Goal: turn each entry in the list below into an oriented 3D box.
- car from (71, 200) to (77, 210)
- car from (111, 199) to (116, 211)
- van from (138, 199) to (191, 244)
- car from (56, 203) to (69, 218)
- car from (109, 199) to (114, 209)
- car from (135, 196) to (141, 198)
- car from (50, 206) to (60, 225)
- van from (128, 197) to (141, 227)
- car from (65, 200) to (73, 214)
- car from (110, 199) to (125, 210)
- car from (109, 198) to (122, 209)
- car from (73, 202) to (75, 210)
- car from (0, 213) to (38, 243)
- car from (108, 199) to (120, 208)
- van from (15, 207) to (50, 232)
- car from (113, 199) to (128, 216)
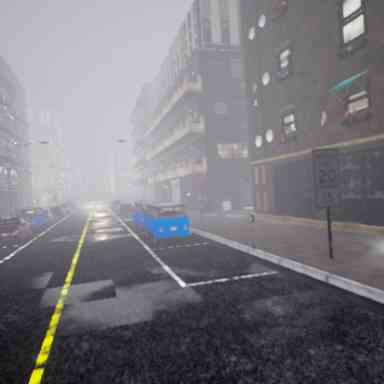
[{"bbox_3d":[-22.737,2.455,62.189,2.192,1.841,5.009,-4,0,-16],"label":"car"},{"bbox_3d":[-8.999,1.936,42.851,1.802,1.307,4.206,-4,0,-16],"label":"car"},{"bbox_3d":[-1.314,1.351,15.961,1.690,1.788,3.998,-4,0,-16],"label":"van"},{"bbox_3d":[-16.558,2.434,40.680,1.947,1.339,4.313,-4,0,-16],"label":"car"},{"bbox_3d":[-10.549,1.863,48.228,1.967,1.590,4.097,-4,0,-16],"label":"car"},{"bbox_3d":[-12.515,1.678,85.099,4.892,1.490,1.837,-5,1,-17],"label":"car"},{"bbox_3d":[-13.479,2.282,29.925,2.008,1.369,4.403,-4,0,-16],"label":"car"},{"bbox_3d":[-2.855,1.420,21.339,1.690,1.788,3.998,-4,0,-16],"label":"van"},{"bbox_3d":[-18.107,2.377,46.056,1.967,1.590,4.097,-4,0,-16],"label":"car"},{"bbox_3d":[-12.089,1.931,53.606,1.967,1.590,4.097,-4,0,-16],"label":"car"},{"bbox_3d":[-13.630,1.998,58.983,1.967,1.590,4.097,-4,0,-16],"label":"car"},{"bbox_3d":[-19.638,2.586,51.435,1.802,1.307,4.206,-4,0,-16],"label":"car"},{"bbox_3d":[-10.396,2.174,19.170,1.802,1.307,4.206,-4,0,-16],"label":"car"},{"bbox_3d":[-15.163,2.170,64.362,1.887,1.381,4.507,-4,0,-16],"label":"car"},{"bbox_3d":[-11.953,2.003,24.545,1.690,1.788,3.998,-4,0,-16],"label":"van"},{"bbox_3d":[-7.462,1.831,37.474,1.887,1.381,4.507,-4,0,-16],"label":"car"}]
